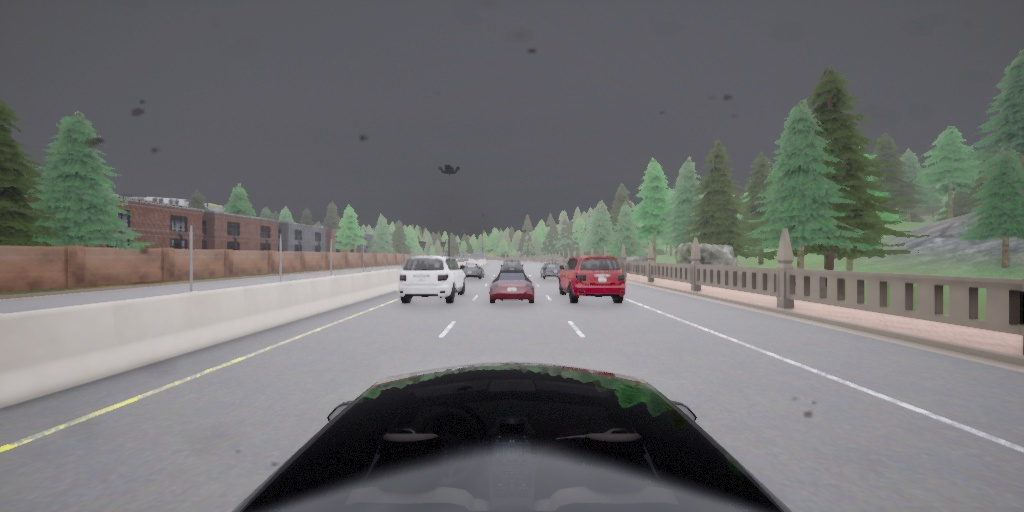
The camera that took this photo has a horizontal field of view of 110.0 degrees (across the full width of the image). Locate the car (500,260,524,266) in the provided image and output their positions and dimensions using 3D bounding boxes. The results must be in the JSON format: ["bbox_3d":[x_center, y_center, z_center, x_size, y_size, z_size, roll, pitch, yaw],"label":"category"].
[{"bbox_3d":[0.000,1.114,31.470,2.097,1.767,4.553,0,0,0],"label":"car"}]

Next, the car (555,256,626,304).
[{"bbox_3d":[3.500,1.005,16.530,2.150,2.045,5.566,0,0,0],"label":"car"}]

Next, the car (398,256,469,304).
[{"bbox_3d":[-3.500,1.005,16.530,2.150,2.045,5.566,0,0,0],"label":"car"}]

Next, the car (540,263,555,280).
[{"bbox_3d":[3.500,1.311,31.500,2.033,1.411,5.357,0,0,0],"label":"car"}]

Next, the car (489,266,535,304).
[{"bbox_3d":[0.000,1.320,16.500,1.994,1.385,4.181,0,0,0],"label":"car"}]

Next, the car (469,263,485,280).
[{"bbox_3d":[-3.500,1.320,31.500,1.994,1.385,4.181,0,0,0],"label":"car"}]
